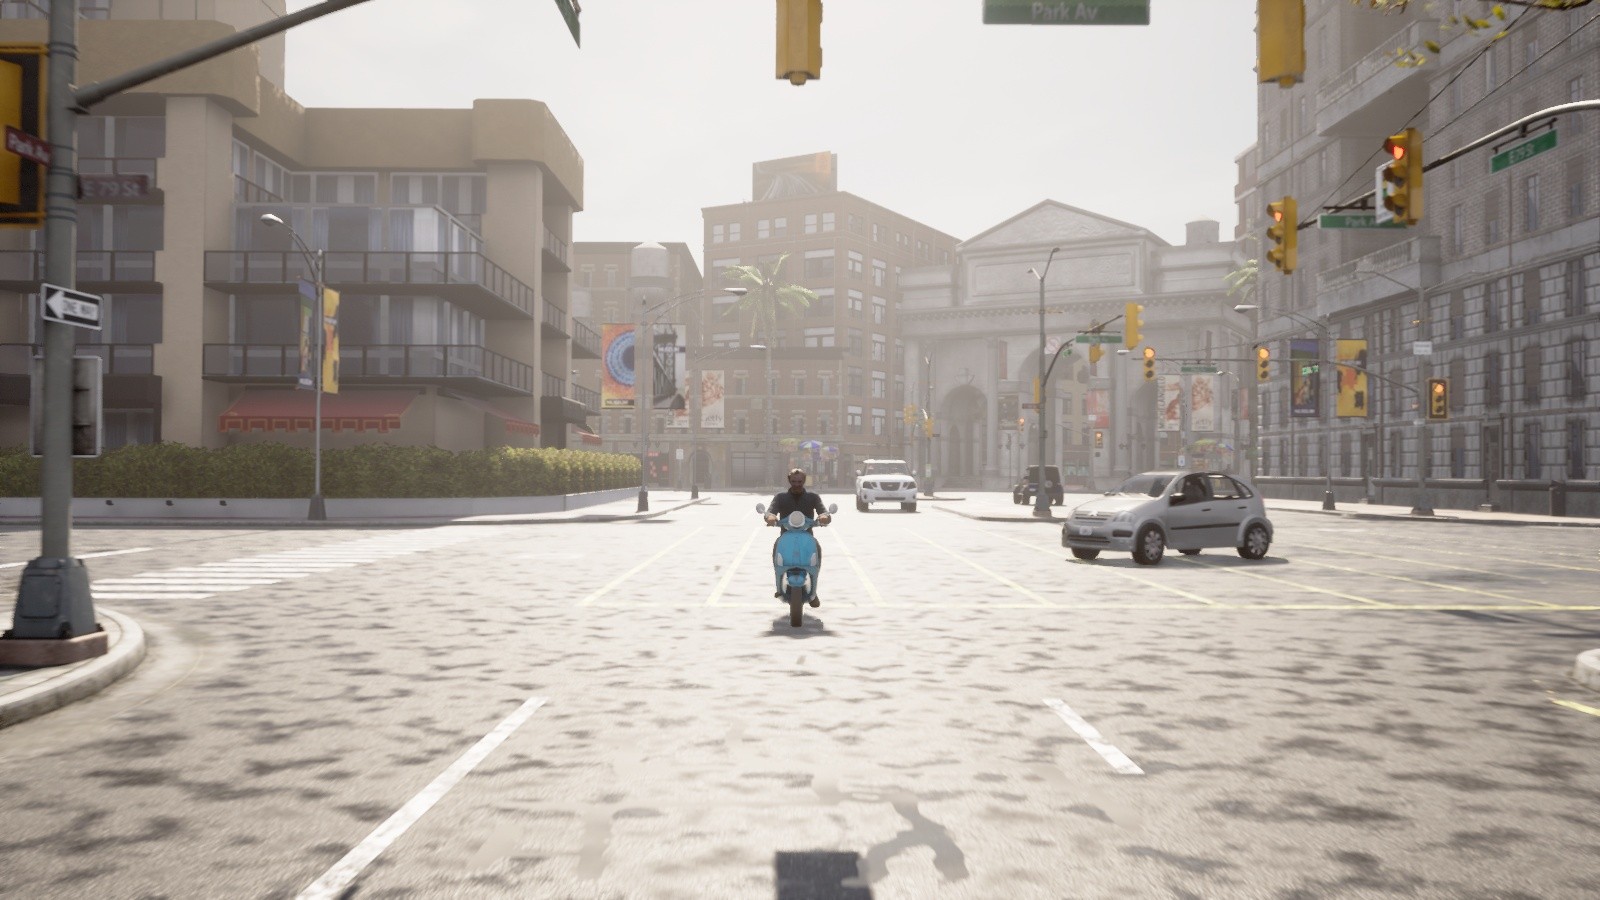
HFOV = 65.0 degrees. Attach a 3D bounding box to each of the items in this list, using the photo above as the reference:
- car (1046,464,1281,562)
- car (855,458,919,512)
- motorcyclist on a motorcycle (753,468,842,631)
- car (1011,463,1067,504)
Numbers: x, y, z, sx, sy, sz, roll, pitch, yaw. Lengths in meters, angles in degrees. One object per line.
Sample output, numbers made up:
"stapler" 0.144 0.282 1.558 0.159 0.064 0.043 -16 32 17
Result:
"car" 6.572 1.066 22.631 3.988 1.617 1.851 0 -1 -32
"car" 3.396 1.360 50.188 2.150 2.045 5.566 0 -1 0
"motorcyclist on a motorcycle" -0.028 0.990 13.219 0.866 1.590 1.817 0 -1 0
"car" 11.377 1.569 59.987 1.905 1.878 3.866 0 -1 0
